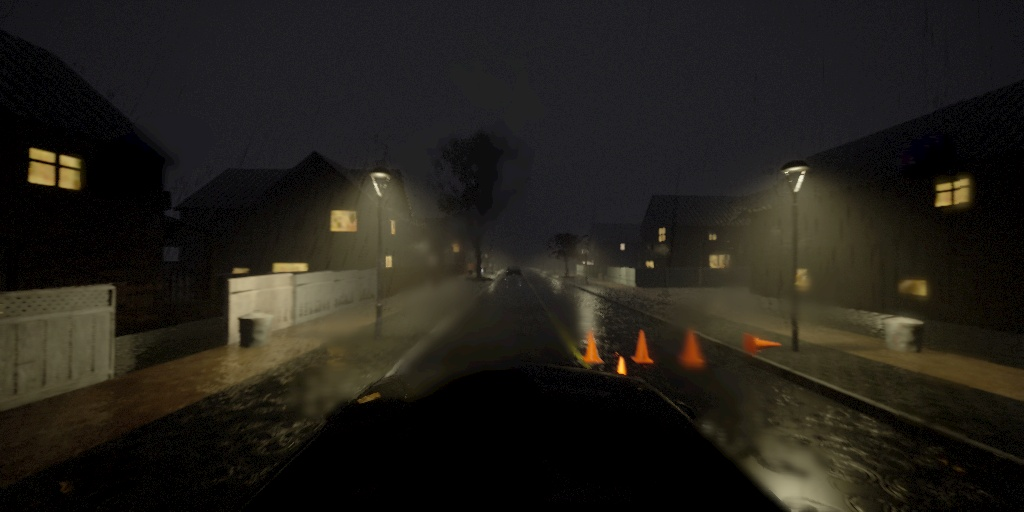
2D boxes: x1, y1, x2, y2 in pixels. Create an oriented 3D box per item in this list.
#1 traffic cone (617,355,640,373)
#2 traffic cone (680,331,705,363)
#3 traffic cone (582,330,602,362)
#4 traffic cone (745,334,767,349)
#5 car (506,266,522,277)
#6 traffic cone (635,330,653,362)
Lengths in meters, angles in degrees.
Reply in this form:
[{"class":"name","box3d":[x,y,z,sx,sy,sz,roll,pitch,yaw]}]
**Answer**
[{"class":"traffic cone","box3d":[1.580,1.753,5.168,0.340,0.580,0.340,0,0,0]},{"class":"traffic cone","box3d":[3.591,1.790,7.156,0.340,0.580,0.340,0,0,0]},{"class":"traffic cone","box3d":[1.591,1.776,7.167,0.340,0.580,0.340,0,0,0]},{"class":"traffic cone","box3d":[4.753,1.473,7.157,0.340,0.580,0.340,0,0,-7]},{"class":"car","box3d":[0.209,1.900,43.936,1.895,1.301,4.718,0,-1,0]},{"class":"traffic cone","box3d":[2.591,1.783,7.162,0.340,0.580,0.340,0,0,0]}]
